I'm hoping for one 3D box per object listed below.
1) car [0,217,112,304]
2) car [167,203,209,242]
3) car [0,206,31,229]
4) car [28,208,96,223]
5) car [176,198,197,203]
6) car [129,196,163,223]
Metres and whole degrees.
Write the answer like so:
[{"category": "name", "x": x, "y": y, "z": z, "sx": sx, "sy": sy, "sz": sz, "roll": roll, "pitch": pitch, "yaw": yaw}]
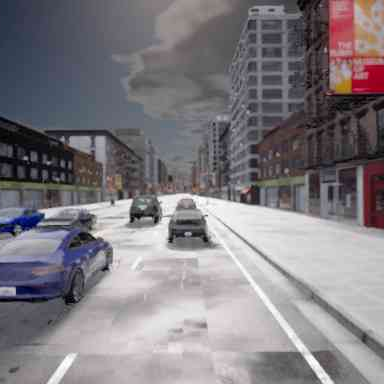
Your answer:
[{"category": "car", "x": -3.266, "y": 1.574, "z": 8.107, "sx": 1.812, "sy": 1.442, "sz": 4.674, "roll": -1, "pitch": 0, "yaw": -1}, {"category": "car", "x": -0.203, "y": 1.547, "z": 16.767, "sx": 1.837, "sy": 1.490, "sz": 4.892, "roll": -1, "pitch": 0, "yaw": -1}, {"category": "car", "x": -10.191, "y": 1.616, "z": 19.229, "sx": 1.882, "sy": 1.535, "sz": 5.008, "roll": -1, "pitch": 0, "yaw": -1}, {"category": "car", "x": -6.936, "y": 1.655, "z": 19.019, "sx": 2.033, "sy": 1.411, "sz": 5.357, "roll": -1, "pitch": 0, "yaw": -1}, {"category": "car", "x": -0.569, "y": 1.439, "z": 35.147, "sx": 2.097, "sy": 1.767, "sz": 4.553, "roll": -1, "pitch": 0, "yaw": -1}, {"category": "car", "x": -3.643, "y": 1.317, "z": 26.896, "sx": 2.150, "sy": 2.045, "sz": 5.566, "roll": -1, "pitch": 0, "yaw": -1}]
